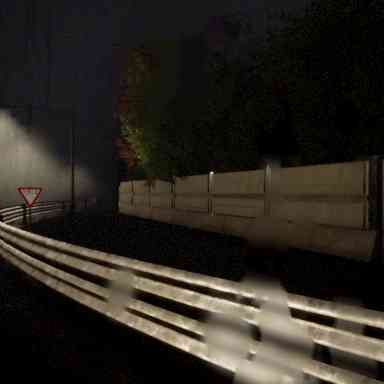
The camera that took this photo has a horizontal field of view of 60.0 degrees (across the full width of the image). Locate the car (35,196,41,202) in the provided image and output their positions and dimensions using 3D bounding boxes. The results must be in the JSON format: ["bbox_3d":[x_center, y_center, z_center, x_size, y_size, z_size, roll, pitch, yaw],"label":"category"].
[{"bbox_3d":[-31.710,1.478,67.231,1.882,1.535,5.008,0,0,-20],"label":"car"}]
